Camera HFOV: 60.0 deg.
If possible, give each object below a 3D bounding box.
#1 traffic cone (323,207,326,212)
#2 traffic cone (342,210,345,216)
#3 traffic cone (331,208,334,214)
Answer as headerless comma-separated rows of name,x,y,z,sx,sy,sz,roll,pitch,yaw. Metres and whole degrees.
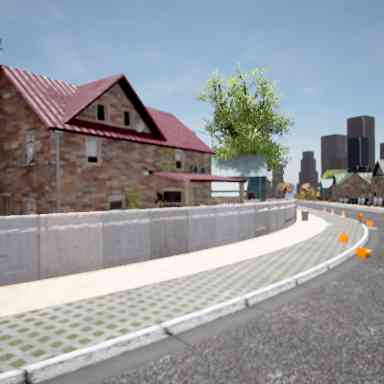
traffic cone,16.695,2.190,41.870,0.340,0.580,0.340,-1,-1,12
traffic cone,14.600,2.060,32.090,0.340,0.580,0.340,-1,-1,12
traffic cone,15.648,2.125,36.980,0.340,0.580,0.340,-1,-1,12
